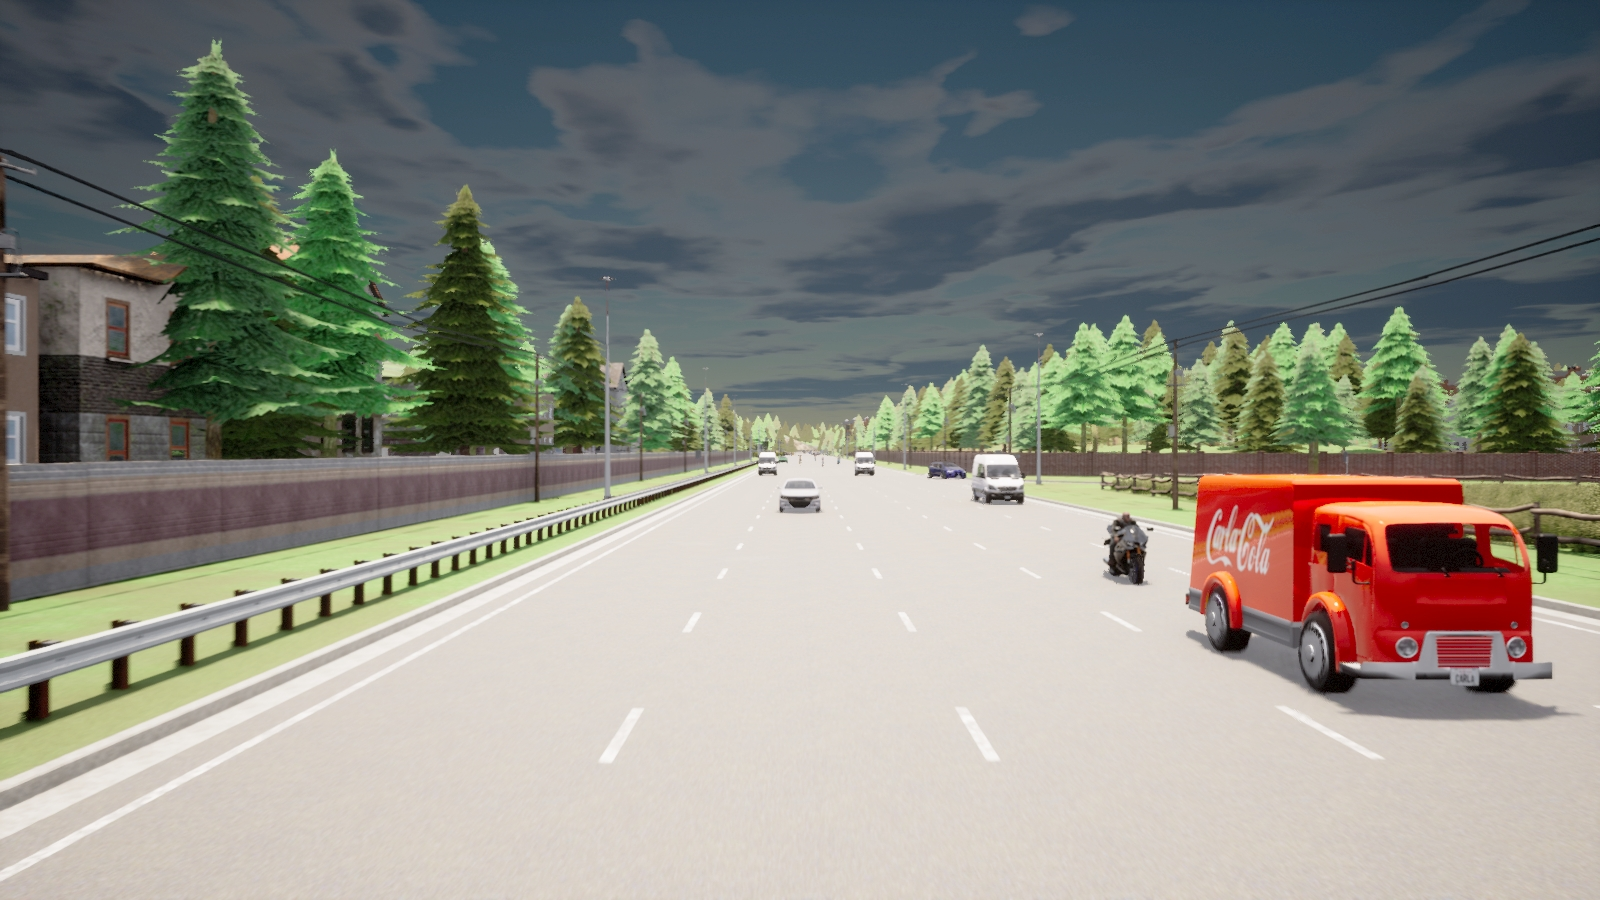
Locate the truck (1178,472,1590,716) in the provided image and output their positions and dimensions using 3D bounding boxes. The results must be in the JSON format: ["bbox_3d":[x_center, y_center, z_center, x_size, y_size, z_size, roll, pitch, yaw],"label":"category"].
[{"bbox_3d":[7.005,1.568,14.634,2.627,2.467,5.204,0,0,0],"label":"truck"}]

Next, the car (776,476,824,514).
[{"bbox_3d":[-0.004,2.035,52.402,2.097,1.535,5.006,0,0,0],"label":"car"}]

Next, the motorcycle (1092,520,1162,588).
[{"bbox_3d":[6.996,2.205,24.557,0.867,1.251,2.209,0,0,0],"label":"motorcycle"}]

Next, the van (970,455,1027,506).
[{"bbox_3d":[10.491,1.536,60.682,1.988,2.561,5.915,0,0,0],"label":"van"}]
